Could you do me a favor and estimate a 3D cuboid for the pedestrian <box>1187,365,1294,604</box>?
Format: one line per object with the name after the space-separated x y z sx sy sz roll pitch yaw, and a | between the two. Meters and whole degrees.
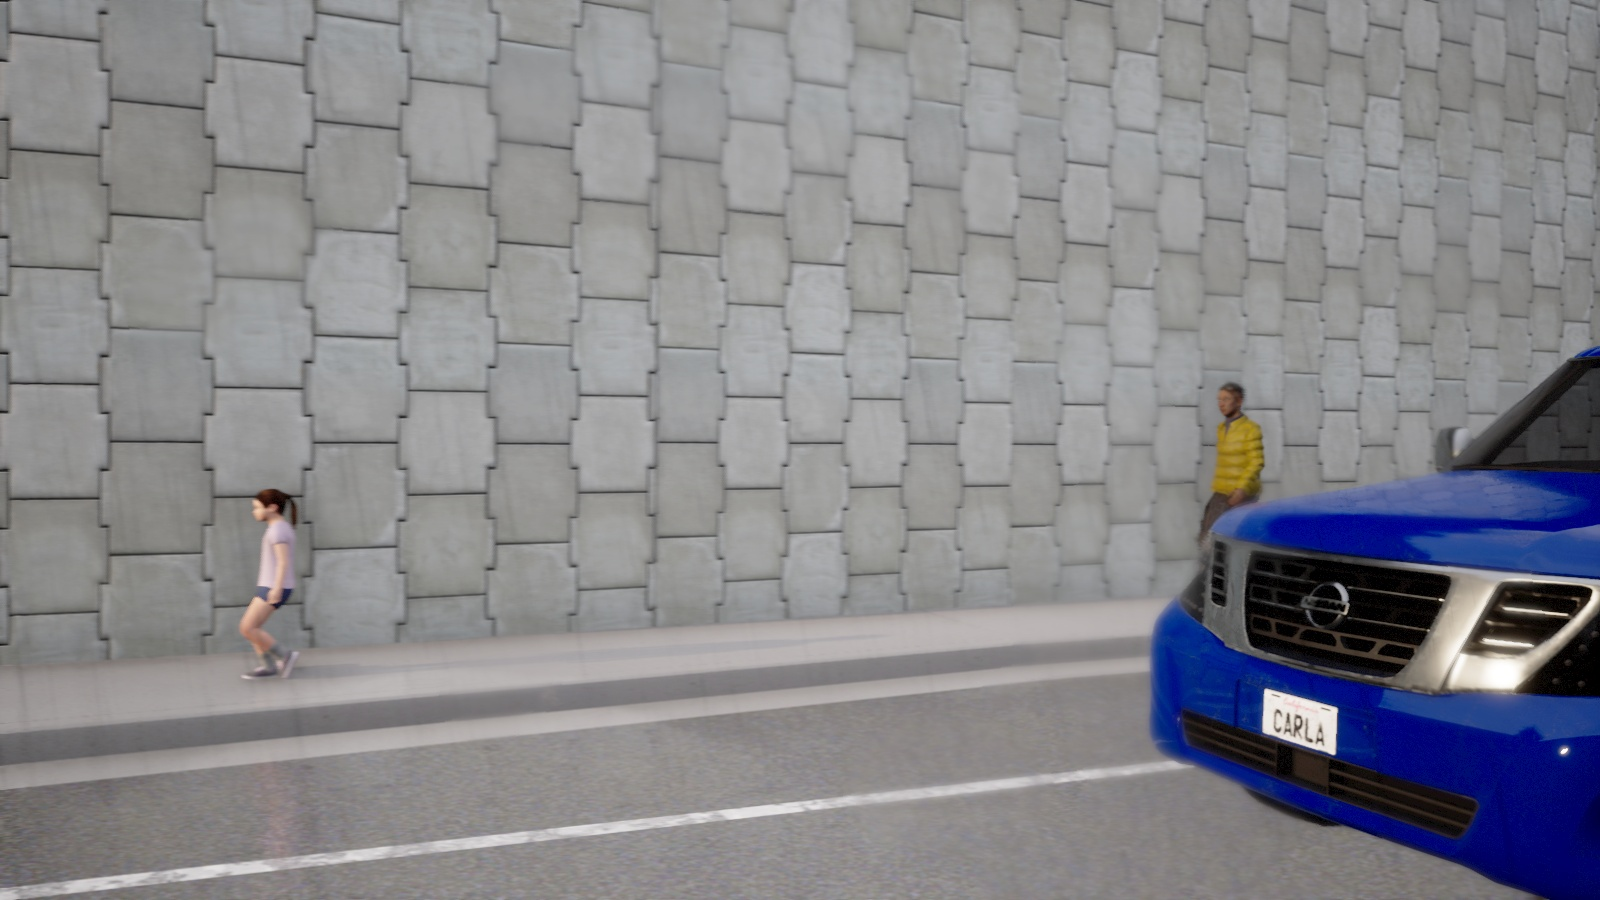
3.510 0.256 10.007 0.709 1.840 0.431 -1 1 -27 | pedestrian

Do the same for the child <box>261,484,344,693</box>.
-2.752 0.753 6.964 0.394 1.110 0.255 -1 1 -18 | child

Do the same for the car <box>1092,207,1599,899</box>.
4.113 0.395 4.897 5.566 2.045 2.150 -1 1 -23 | car
